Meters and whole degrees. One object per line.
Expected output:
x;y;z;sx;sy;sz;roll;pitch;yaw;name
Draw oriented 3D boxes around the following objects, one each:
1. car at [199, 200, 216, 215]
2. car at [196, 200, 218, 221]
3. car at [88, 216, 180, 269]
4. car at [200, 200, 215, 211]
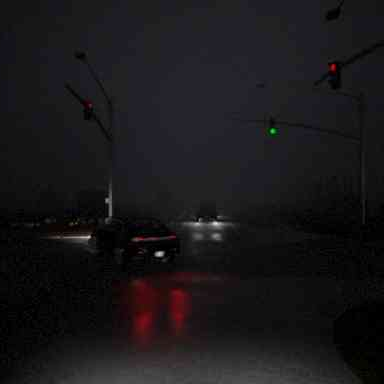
1.771;1.763;38.727;1.882;1.535;5.008;0;0;3;car
1.322;1.735;29.518;1.812;1.442;4.674;0;0;3;car
-2.186;1.589;11.700;2.128;1.511;4.902;1;-1;-31;car
2.279;1.931;48.669;1.994;1.385;4.181;0;0;3;car
